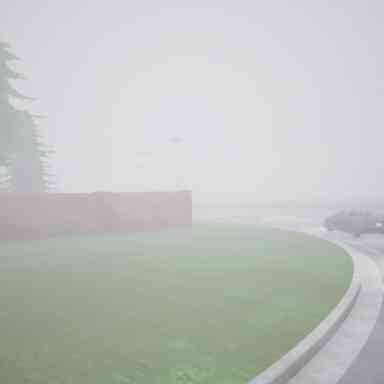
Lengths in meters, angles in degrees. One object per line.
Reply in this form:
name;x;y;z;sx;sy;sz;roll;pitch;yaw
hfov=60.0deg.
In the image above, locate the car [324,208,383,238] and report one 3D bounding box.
car;8.744;1.547;17.749;1.994;1.385;4.181;-1;-1;-3
